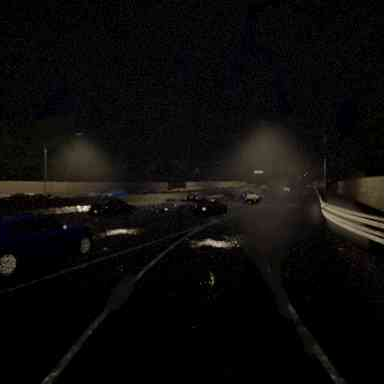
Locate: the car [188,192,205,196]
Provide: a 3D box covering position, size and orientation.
[{"bbox_3d":[0.647,0.829,45.437,2.097,1.767,4.553,1,1,20],"label":"car"}]

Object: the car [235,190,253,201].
[{"bbox_3d":[9.762,0.656,59.995,2.097,1.767,4.553,1,1,20],"label":"car"}]

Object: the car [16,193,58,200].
[{"bbox_3d":[-19.271,0.948,42.305,1.837,1.490,4.892,1,1,21],"label":"car"}]

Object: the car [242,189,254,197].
[{"bbox_3d":[13.610,0.180,80.714,2.097,1.767,4.553,0,2,20],"label":"car"}]

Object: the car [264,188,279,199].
[{"bbox_3d":[16.927,0.603,69.372,1.882,1.535,5.008,1,2,20],"label":"car"}]

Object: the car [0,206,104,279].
[{"bbox_3d":[-5.078,1.422,10.140,1.882,1.535,5.008,1,1,20],"label":"car"}]

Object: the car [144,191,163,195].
[{"bbox_3d":[-8.003,0.526,72.539,1.837,1.490,4.892,1,1,20],"label":"car"}]

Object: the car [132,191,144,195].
[{"bbox_3d":[-11.546,0.520,73.041,1.837,1.490,4.892,1,1,20],"label":"car"}]

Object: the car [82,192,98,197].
[{"bbox_3d":[-17.025,0.780,58.234,2.033,1.411,5.357,1,1,21],"label":"car"}]

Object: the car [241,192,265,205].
[{"bbox_3d":[8.649,1.089,46.881,1.895,1.301,4.718,1,1,20],"label":"car"}]

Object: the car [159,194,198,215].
[{"bbox_3d":[-1.359,1.208,30.065,1.812,1.442,4.674,1,1,21],"label":"car"}]

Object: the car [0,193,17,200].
[{"bbox_3d":[-22.603,0.894,43.373,1.882,1.535,5.008,1,1,21],"label":"car"}]

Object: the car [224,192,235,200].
[{"bbox_3d":[7.318,0.745,63.495,1.837,1.490,4.892,1,1,20],"label":"car"}]

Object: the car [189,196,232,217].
[{"bbox_3d":[1.648,1.285,28.114,1.994,1.385,4.181,1,1,21],"label":"car"}]

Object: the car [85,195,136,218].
[{"bbox_3d":[-6.333,1.235,26.764,1.812,1.442,4.674,1,1,21],"label":"car"}]

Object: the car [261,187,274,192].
[{"bbox_3d":[20.184,0.055,88.591,1.837,1.490,4.892,0,2,20],"label":"car"}]

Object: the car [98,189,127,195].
[{"bbox_3d":[-13.394,0.471,57.949,2.150,2.045,5.566,1,1,21],"label":"car"}]
